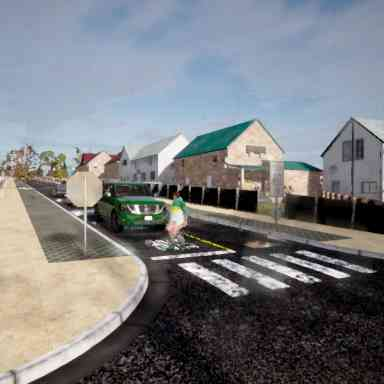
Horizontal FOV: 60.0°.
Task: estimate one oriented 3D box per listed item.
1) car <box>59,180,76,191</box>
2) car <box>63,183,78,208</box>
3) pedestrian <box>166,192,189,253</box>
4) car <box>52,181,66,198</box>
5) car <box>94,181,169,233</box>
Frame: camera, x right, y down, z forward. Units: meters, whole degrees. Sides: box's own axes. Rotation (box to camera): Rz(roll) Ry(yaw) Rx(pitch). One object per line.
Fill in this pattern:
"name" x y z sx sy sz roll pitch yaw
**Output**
"car" -19.046 -0.994 50.756 1.812 1.442 4.674 0 3 -29
"car" -7.971 0.317 24.457 1.837 1.490 4.892 0 3 -28
"pedestrian" -0.467 0.880 10.002 0.375 1.860 0.375 3 -2 -29
"car" -13.268 -0.168 34.208 2.033 1.411 5.357 0 3 -28
"car" -2.990 0.529 15.305 2.150 2.045 5.566 0 3 -28
